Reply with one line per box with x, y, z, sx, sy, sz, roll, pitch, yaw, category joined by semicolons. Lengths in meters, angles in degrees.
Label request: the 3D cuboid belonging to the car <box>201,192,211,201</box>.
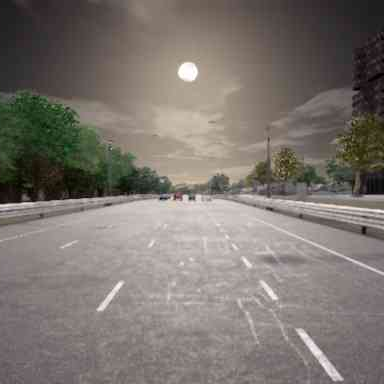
3.501;1.106;82.706;2.150;2.045;5.566;0;0;0;car

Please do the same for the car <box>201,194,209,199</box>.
3.500;1.326;93.098;2.033;1.411;5.357;0;-1;0;car

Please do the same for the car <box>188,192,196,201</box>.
0.001;1.381;82.674;1.837;1.490;4.892;0;0;0;car

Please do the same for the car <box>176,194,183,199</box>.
-3.500;1.286;93.098;1.837;1.490;4.892;0;-1;0;car

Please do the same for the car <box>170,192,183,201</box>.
-3.500;1.106;82.706;2.150;2.045;5.566;0;0;0;car

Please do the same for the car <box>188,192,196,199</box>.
0.000;1.012;93.131;2.150;2.045;5.566;0;-1;0;car

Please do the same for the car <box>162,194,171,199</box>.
-7.000;1.311;93.098;2.128;1.511;4.902;0;-1;0;car

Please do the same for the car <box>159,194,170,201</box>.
-7.000;1.358;82.674;1.882;1.535;5.008;0;0;0;car
